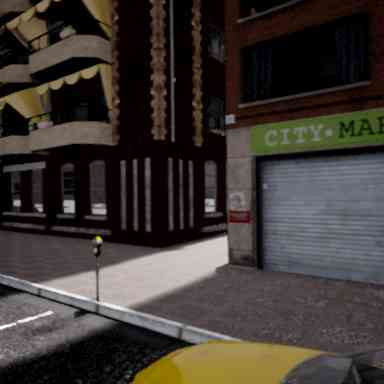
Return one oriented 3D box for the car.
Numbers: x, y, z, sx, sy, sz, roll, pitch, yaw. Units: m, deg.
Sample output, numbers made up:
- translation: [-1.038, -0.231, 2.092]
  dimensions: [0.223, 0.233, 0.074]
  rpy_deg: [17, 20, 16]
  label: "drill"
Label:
- translation: [1.507, 1.523, 1.799]
  dimensions: [4.829, 1.417, 1.752]
  rpy_deg: [-1, -1, 36]
  label: "car"
